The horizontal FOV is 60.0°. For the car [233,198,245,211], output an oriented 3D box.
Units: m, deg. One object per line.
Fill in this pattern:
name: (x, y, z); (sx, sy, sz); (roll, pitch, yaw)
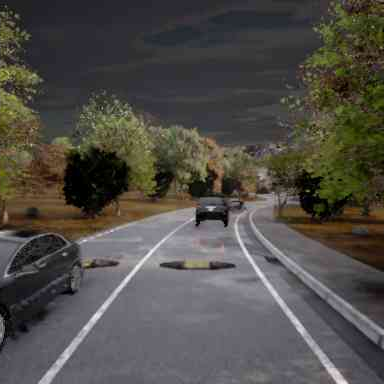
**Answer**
car: (5.529, 1.505, 41.973); (2.128, 1.511, 4.902); (1, 0, 16)

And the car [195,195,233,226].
car: (1.545, 1.208, 23.603); (2.150, 2.045, 5.566); (1, 0, 8)

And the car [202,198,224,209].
car: (3.005, 1.531, 46.434); (1.895, 1.301, 4.718); (2, 0, 18)

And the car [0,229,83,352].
car: (-3.481, 1.497, 5.906); (1.837, 1.490, 4.892); (0, 0, 2)
